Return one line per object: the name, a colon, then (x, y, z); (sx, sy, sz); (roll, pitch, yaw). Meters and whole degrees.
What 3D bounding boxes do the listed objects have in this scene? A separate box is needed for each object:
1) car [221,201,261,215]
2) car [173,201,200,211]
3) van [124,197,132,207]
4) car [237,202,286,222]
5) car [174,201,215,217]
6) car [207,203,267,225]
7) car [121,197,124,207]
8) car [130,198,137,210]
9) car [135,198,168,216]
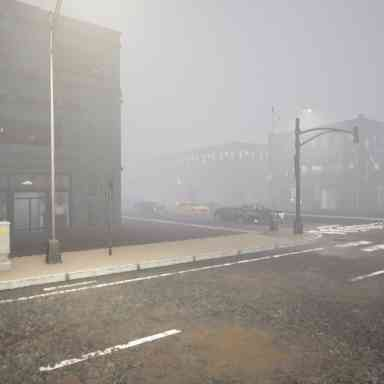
car: (5.606, 1.809, 38.301); (2.008, 1.369, 4.403); (-2, 0, -35)
car: (-0.805, 1.965, 47.324); (1.802, 1.307, 4.206); (-2, 0, -35)
van: (-10.431, 1.906, 60.859); (1.690, 1.788, 3.998); (-1, 0, -35)
car: (5.686, 1.713, 28.208); (2.128, 1.511, 4.902); (-1, 0, -35)
car: (-0.111, 1.814, 36.372); (1.882, 1.535, 5.008); (-1, 0, -36)
car: (3.510, 1.814, 26.575); (1.947, 1.339, 4.313); (-1, 0, -35)
car: (-13.639, 1.939, 65.370); (2.192, 1.841, 5.009); (-1, 0, -35)
car: (-6.105, 1.930, 44.821); (1.882, 1.535, 5.008); (-1, 0, -35)
car: (-4.433, 1.846, 37.956); (1.967, 1.590, 4.097); (-1, 0, -35)
